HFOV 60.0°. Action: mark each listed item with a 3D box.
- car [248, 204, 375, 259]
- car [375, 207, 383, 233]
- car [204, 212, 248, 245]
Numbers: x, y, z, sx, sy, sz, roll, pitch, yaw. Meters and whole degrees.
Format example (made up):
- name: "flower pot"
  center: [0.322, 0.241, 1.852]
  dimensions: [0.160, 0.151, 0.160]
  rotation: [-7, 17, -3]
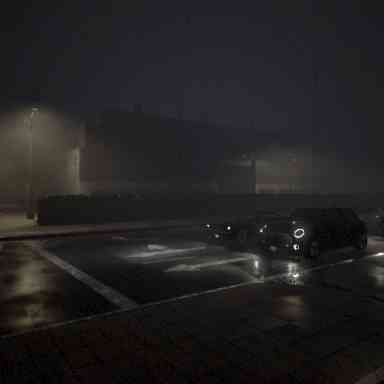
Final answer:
- name: "car"
  center: [4.632, 1.352, 12.660]
  dimensions: [4.553, 1.767, 2.097]
  rotation: [0, 0, -34]
- name: "car"
  center: [12.099, 1.478, 17.769]
  dimensions: [5.008, 1.535, 1.882]
  rotation: [0, 0, -35]
- name: "car"
  center: [2.910, 1.601, 15.715]
  dimensions: [4.718, 1.301, 1.895]
  rotation: [0, 0, -34]
